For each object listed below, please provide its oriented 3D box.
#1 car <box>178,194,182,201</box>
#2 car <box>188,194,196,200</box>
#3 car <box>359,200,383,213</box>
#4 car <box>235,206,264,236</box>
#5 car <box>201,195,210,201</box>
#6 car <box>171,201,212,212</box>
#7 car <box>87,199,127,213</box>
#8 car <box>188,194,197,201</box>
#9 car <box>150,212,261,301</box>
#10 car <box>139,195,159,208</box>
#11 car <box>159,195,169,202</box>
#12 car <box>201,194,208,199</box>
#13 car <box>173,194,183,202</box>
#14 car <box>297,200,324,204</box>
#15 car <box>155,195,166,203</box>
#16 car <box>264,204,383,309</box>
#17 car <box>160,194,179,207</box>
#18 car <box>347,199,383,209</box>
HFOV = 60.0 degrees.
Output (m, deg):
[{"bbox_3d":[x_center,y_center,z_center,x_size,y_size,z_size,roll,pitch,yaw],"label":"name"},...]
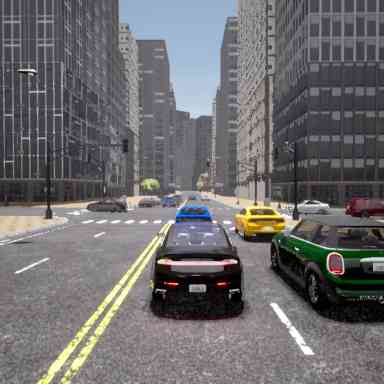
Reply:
[{"bbox_3d":[-3.275,1.517,58.249,1.994,1.385,4.181,0,0,1],"label":"car"},{"bbox_3d":[0.078,1.263,90.614,2.128,1.511,4.902,0,0,0],"label":"car"},{"bbox_3d":[21.842,1.641,37.674,4.829,1.417,1.752,1,0,1],"label":"car"},{"bbox_3d":[3.363,1.468,17.196,1.882,1.535,5.008,0,0,0],"label":"car"},{"bbox_3d":[3.320,1.510,80.638,1.895,1.301,4.718,0,0,0],"label":"car"},{"bbox_3d":[0.118,1.468,17.809,1.882,1.535,5.008,0,0,1],"label":"car"},{"bbox_3d":[-9.052,1.447,35.592,4.181,1.385,1.994,1,1,1],"label":"car"},{"bbox_3d":[0.070,1.270,80.581,2.097,1.767,4.553,0,0,0],"label":"car"},{"bbox_3d":[0.105,1.487,8.304,2.128,1.511,4.902,0,0,0],"label":"car"},{"bbox_3d":[-6.543,1.511,49.076,2.033,1.411,5.357,0,0,0],"label":"car"},{"bbox_3d":[-6.434,1.479,77.962,1.994,1.385,4.181,0,0,0],"label":"car"},{"bbox_3d":[3.329,1.333,90.640,1.895,1.301,4.718,0,0,0],"label":"car"},{"bbox_3d":[-3.184,1.283,77.128,2.097,1.767,4.553,0,0,0],"label":"car"},{"bbox_3d":[12.142,1.600,35.182,4.674,1.442,1.812,0,1,0],"label":"car"},{"bbox_3d":[-6.450,1.445,67.984,1.837,1.490,4.892,0,0,0],"label":"car"},{"bbox_3d":[3.356,1.348,8.017,2.097,1.767,4.553,0,0,0],"label":"car"},{"bbox_3d":[-3.297,1.489,49.504,1.812,1.442,4.674,0,0,0],"label":"car"},{"bbox_3d":[16.226,1.518,29.392,5.009,1.841,2.192,1,0,1],"label":"car"}]
